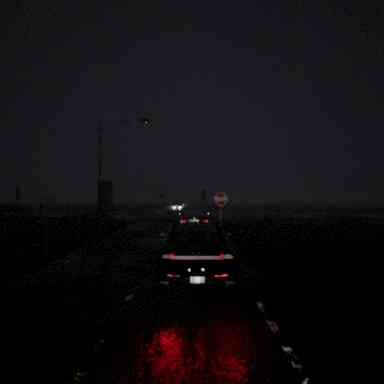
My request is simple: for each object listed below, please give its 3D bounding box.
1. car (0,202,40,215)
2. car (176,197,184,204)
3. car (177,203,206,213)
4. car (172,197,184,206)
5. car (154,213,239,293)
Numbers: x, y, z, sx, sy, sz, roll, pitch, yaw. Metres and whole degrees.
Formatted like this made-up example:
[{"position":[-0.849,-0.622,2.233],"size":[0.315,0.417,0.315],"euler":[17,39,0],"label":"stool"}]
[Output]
[{"position":[-19.209,1.782,36.144],"size":[4.718,1.301,1.895],"euler":[0,0,0],"label":"car"},{"position":[-2.794,2.006,79.048],"size":[1.882,1.535,5.008],"euler":[0,0,0],"label":"car"},{"position":[0.130,1.677,21.139],"size":[2.033,1.411,5.357],"euler":[0,0,0],"label":"car"},{"position":[-2.800,1.912,64.174],"size":[2.128,1.511,4.902],"euler":[0,0,0],"label":"car"},{"position":[0.105,1.544,8.991],"size":[2.128,1.511,4.902],"euler":[0,0,0],"label":"car"}]
